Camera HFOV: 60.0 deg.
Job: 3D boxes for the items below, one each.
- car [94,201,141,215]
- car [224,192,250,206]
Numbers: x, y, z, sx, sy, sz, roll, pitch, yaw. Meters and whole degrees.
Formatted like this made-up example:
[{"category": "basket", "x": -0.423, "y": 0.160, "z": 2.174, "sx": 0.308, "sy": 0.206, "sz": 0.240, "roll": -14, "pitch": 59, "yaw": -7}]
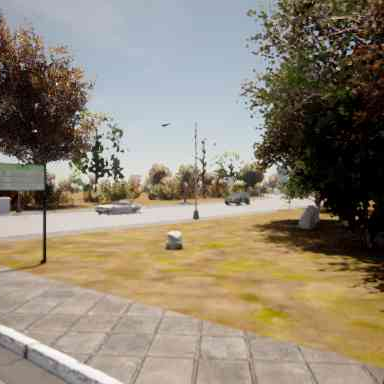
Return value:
[{"category": "car", "x": -7.417, "y": 1.577, "z": 33.416, "sx": 1.895, "sy": 1.301, "sz": 4.718, "roll": 0, "pitch": 0, "yaw": 38}, {"category": "car", "x": 7.244, "y": 1.088, "z": 52.570, "sx": 2.150, "sy": 2.045, "sz": 5.566, "roll": 0, "pitch": 0, "yaw": 35}]
